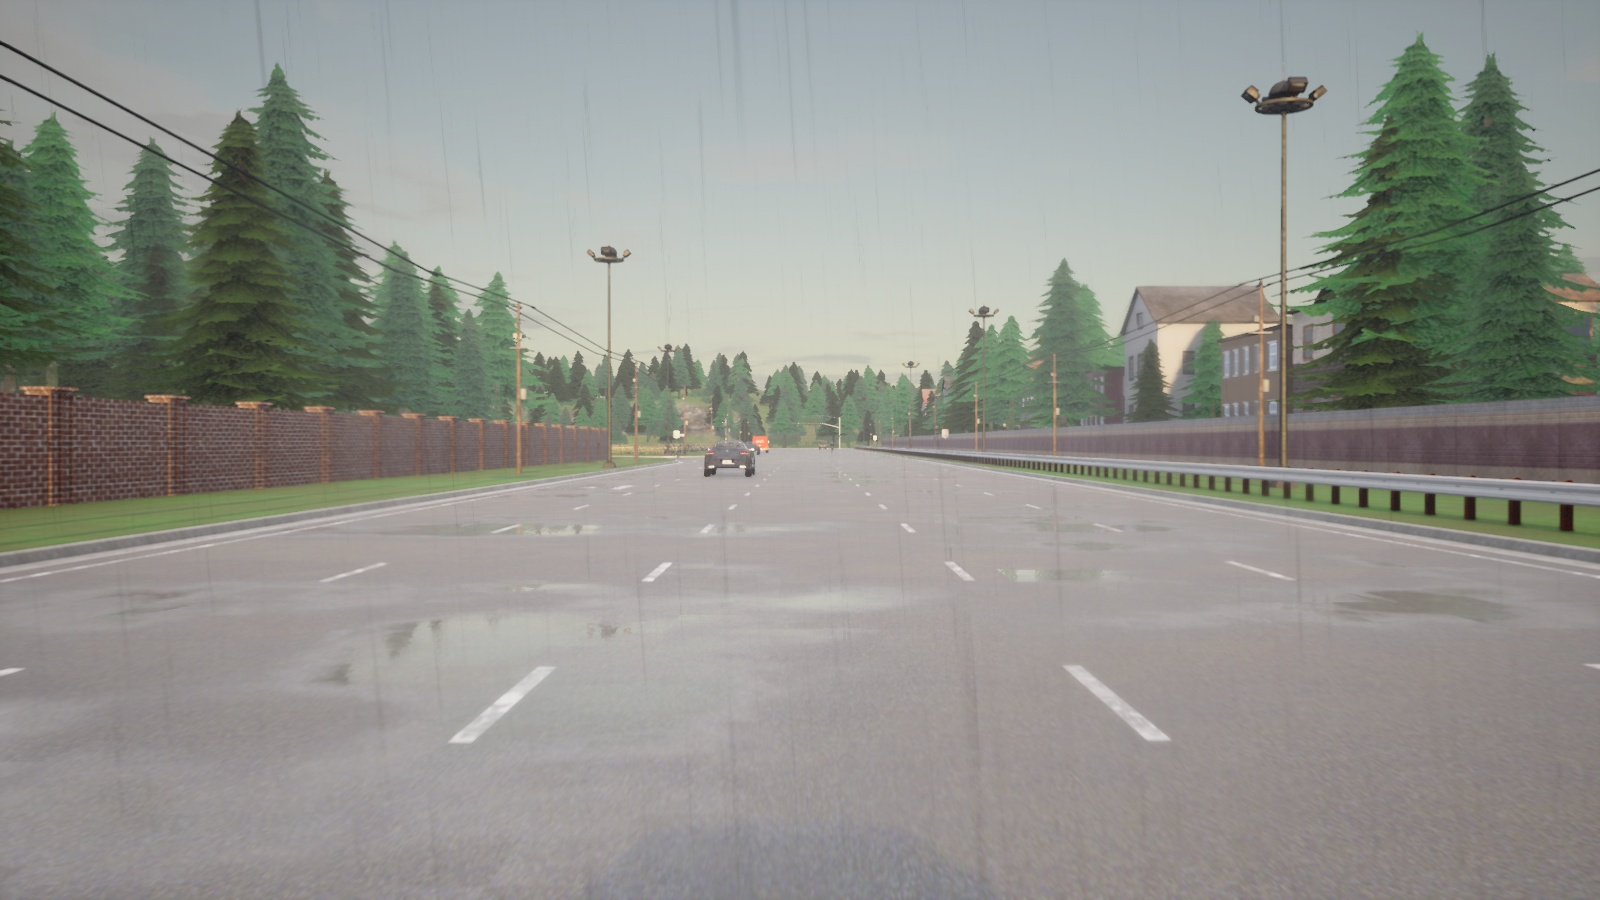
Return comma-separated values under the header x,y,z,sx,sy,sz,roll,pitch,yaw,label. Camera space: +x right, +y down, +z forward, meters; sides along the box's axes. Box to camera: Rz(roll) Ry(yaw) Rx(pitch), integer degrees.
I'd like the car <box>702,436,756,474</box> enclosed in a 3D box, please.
x,y,z,sx,sy,sz,roll,pitch,yaw,label
-3.158,0.201,57.091,2.152,1.651,5.027,0,0,0,car
